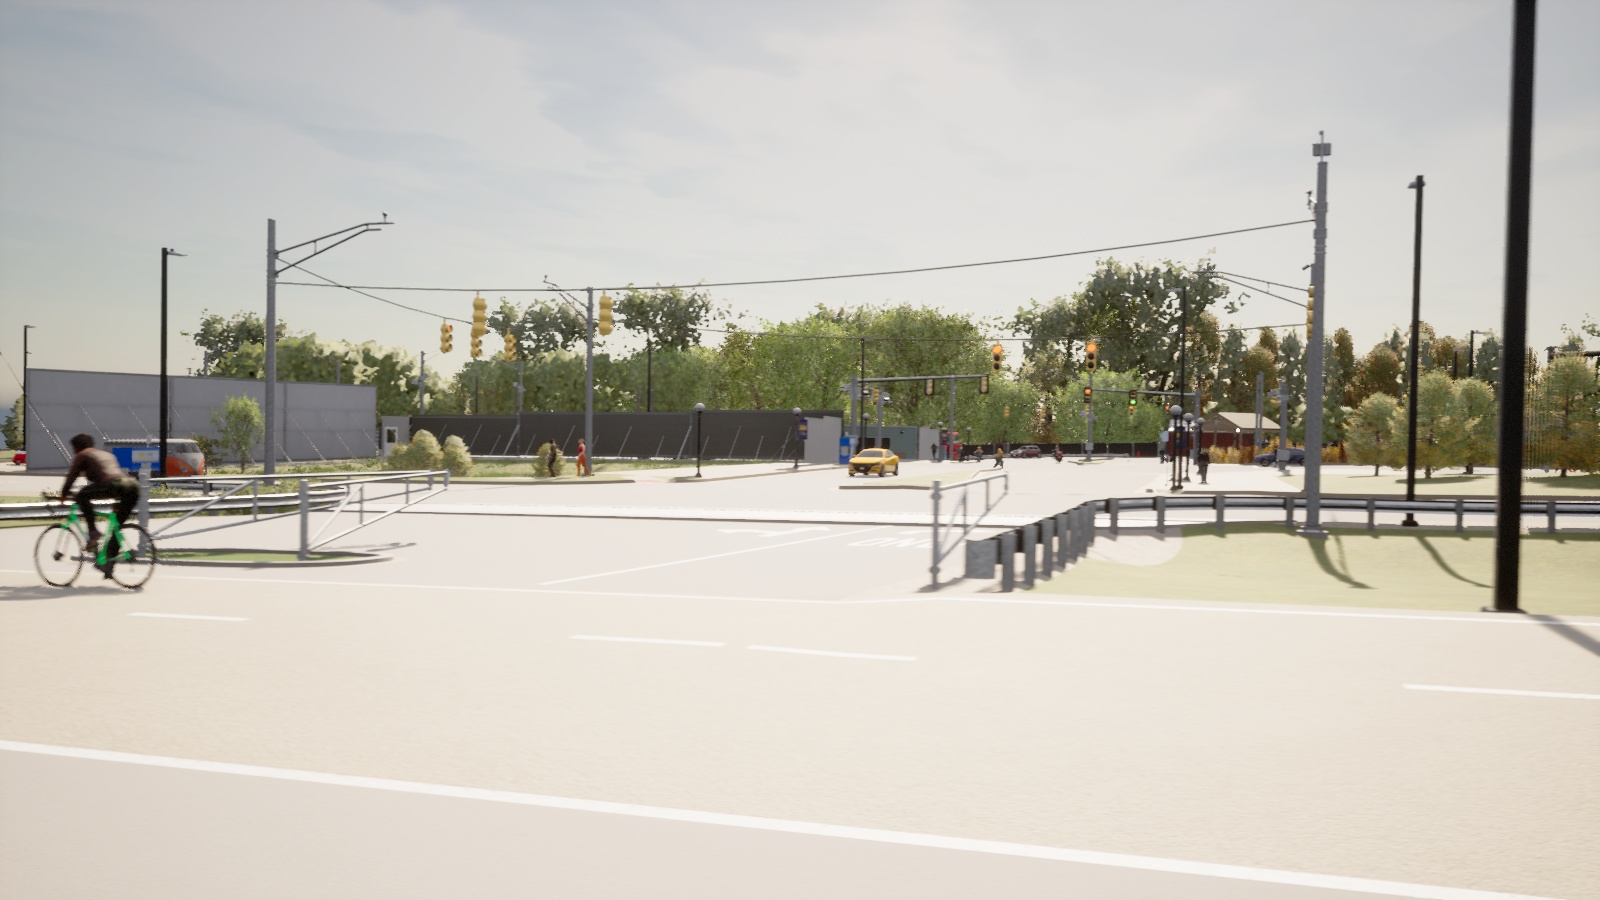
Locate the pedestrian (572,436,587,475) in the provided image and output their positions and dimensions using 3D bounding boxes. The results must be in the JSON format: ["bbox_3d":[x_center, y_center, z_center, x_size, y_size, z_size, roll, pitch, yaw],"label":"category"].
[{"bbox_3d":[-10.292,0.260,58.626,0.594,1.836,0.345,0,2,-37],"label":"pedestrian"}]

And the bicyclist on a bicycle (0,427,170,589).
[{"bbox_3d":[-7.464,0.594,13.101,1.656,1.620,0.582,-1,-1,18],"label":"bicyclist on a bicycle"}]

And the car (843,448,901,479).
[{"bbox_3d":[3.973,0.706,68.642,1.882,1.535,5.008,1,1,18],"label":"car"}]

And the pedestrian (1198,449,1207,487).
[{"bbox_3d":[20.471,0.908,63.852,0.402,1.930,0.666,2,1,19],"label":"pedestrian"}]

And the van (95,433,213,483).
[{"bbox_3d":[-26.990,0.317,52.479,4.442,1.987,1.775,1,1,19],"label":"van"}]

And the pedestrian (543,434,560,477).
[{"bbox_3d":[-11.466,0.259,57.964,0.692,1.930,0.396,1,1,-12],"label":"pedestrian"}]
